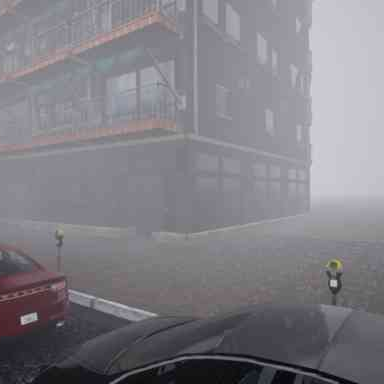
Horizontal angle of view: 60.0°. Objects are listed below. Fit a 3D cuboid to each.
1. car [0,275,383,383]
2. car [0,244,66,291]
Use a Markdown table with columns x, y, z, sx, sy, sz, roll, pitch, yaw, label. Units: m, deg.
| x | y | z | sx | sy | sz | roll | pitch | yaw | label |
| --- | --- | --- | --- | --- | --- | --- | --- | --- | --- |
| 0.611 | 1.566 | 2.439 | 4.313 | 1.339 | 1.947 | 0 | 0 | 35 | car |
| -3.978 | 1.545 | 5.712 | 4.507 | 1.381 | 1.887 | 0 | 0 | 35 | car |
